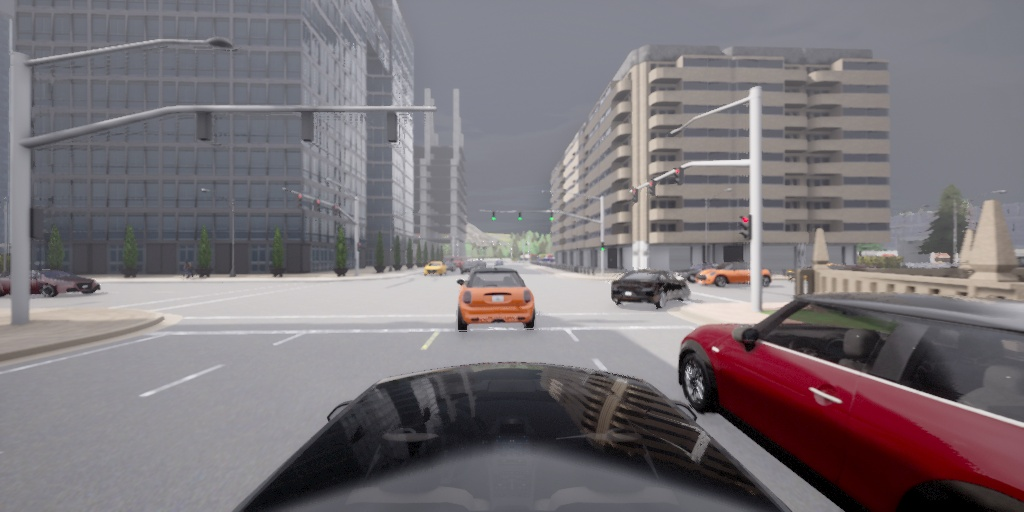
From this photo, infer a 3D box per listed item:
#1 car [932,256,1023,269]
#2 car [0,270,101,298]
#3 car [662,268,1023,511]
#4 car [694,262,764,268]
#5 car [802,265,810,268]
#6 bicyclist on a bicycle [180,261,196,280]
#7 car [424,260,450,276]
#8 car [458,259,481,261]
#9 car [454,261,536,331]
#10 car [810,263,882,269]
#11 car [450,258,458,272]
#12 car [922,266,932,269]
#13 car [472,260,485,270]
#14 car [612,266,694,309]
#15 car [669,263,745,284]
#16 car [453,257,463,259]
[{"bbox_3d":[34.161,1.043,25.676,5.566,2.045,2.150,0,0,-3],"label":"car"},{"bbox_3d":[-25.315,1.486,19.504,4.181,1.385,1.994,0,0,-2],"label":"car"},{"bbox_3d":[3.336,1.101,3.190,2.097,1.767,4.553,0,0,1],"label":"car"},{"bbox_3d":[15.252,1.210,24.888,4.553,1.767,2.097,0,0,-2],"label":"car"},{"bbox_3d":[24.786,1.330,28.789,5.008,1.535,1.882,0,0,-2],"label":"car"},{"bbox_3d":[-28.312,1.271,31.373,0.582,1.620,1.656,0,0,-2],"label":"bicyclist on a bicycle"},{"bbox_3d":[-8.429,1.382,39.823,1.882,1.535,5.008,0,0,-2],"label":"car"},{"bbox_3d":[-5.031,1.414,42.919,1.837,1.490,4.892,0,0,-2],"label":"car"},{"bbox_3d":[-0.663,1.140,11.387,2.097,1.767,4.553,0,0,-8],"label":"car"},{"bbox_3d":[24.225,1.366,25.252,4.674,1.442,1.812,0,0,-2],"label":"car"},{"bbox_3d":[-8.758,1.431,49.237,2.128,1.511,4.902,0,0,-2],"label":"car"},{"bbox_3d":[34.144,1.435,29.172,4.718,1.301,1.895,0,0,-2],"label":"car"},{"bbox_3d":[-5.609,1.479,60.621,1.837,1.490,4.892,0,0,-2],"label":"car"},{"bbox_3d":[6.198,1.318,15.849,1.882,1.535,5.008,-2,-1,42],"label":"car"},{"bbox_3d":[15.315,1.362,28.396,4.902,1.511,2.128,0,0,-2],"label":"car"},{"bbox_3d":[-9.066,1.197,59.099,2.150,2.045,5.566,0,0,-2],"label":"car"}]
